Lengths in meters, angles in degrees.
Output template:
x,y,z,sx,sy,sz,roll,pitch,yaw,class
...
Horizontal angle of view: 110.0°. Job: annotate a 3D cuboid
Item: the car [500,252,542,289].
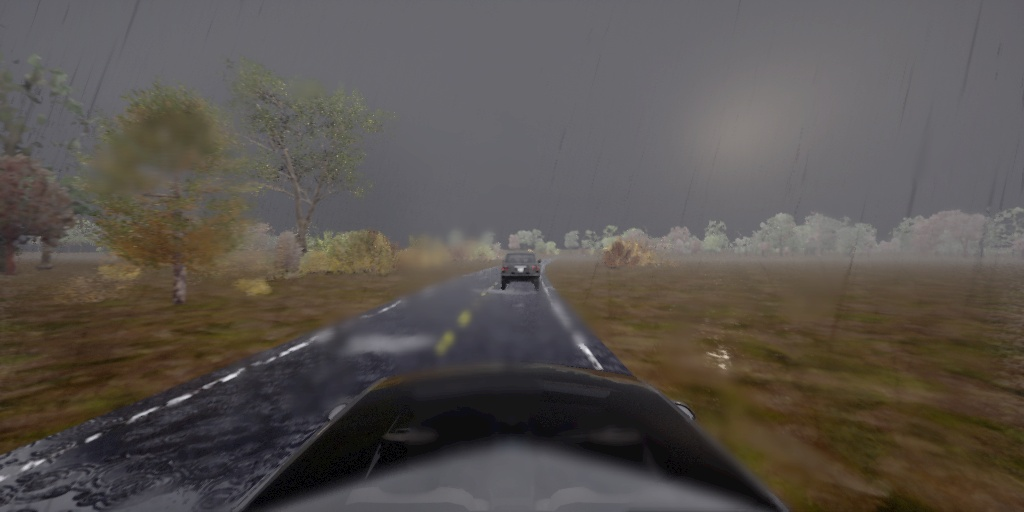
x,y,z,sx,sy,sz,roll,pitch,yaw,class
0.544,0.756,20.997,2.150,2.045,5.566,0,1,3,car
